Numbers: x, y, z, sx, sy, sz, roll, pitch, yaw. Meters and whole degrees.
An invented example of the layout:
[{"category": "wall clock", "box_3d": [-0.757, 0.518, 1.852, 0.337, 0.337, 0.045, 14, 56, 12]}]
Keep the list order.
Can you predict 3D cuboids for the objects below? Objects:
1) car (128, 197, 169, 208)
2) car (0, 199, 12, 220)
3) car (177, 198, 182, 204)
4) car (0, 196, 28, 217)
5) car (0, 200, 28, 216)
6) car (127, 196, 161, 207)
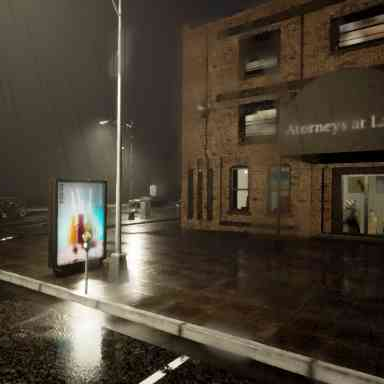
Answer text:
[{"category": "car", "box_3d": [-5.148, 1.315, 42.127, 2.033, 1.411, 5.357, 1, 1, 36]}, {"category": "car", "box_3d": [-15.238, 1.448, 22.391, 1.837, 1.490, 4.892, 1, 1, 36]}, {"category": "car", "box_3d": [-0.410, 1.180, 54.074, 1.812, 1.442, 4.674, 1, 1, 37]}, {"category": "car", "box_3d": [-16.000, 1.232, 27.128, 2.097, 1.767, 4.553, 1, 1, 35]}, {"category": "car", "box_3d": [-17.740, 1.429, 30.340, 1.895, 1.301, 4.718, 1, 1, 33]}, {"category": "car", "box_3d": [-6.521, 1.315, 45.748, 1.895, 1.301, 4.718, 1, 1, 36]}]
